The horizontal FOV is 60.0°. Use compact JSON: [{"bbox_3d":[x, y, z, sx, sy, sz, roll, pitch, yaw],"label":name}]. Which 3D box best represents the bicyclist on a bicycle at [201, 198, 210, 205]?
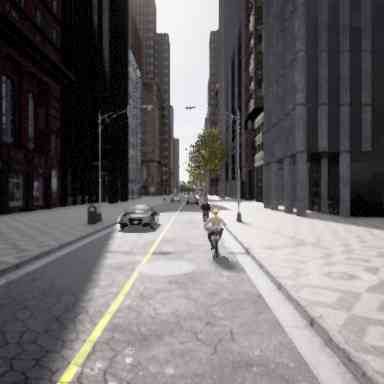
[{"bbox_3d":[0.823,1.270,20.341,0.659,1.776,1.843,0,0,0],"label":"bicyclist on a bicycle"}]

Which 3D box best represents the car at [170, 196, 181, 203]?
[{"bbox_3d":[-3.023,1.366,62.519,2.033,1.411,5.357,0,0,0],"label":"car"}]

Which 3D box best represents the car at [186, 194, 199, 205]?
[{"bbox_3d":[0.064,1.391,54.793,1.994,1.385,4.181,0,0,0],"label":"car"}]

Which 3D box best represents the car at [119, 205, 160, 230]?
[{"bbox_3d":[-3.100,1.464,20.248,1.994,1.385,4.181,0,0,0],"label":"car"}]

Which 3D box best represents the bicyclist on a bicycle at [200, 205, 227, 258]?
[{"bbox_3d":[0.818,1.373,11.533,0.866,1.612,1.509,0,0,0],"label":"bicyclist on a bicycle"}]

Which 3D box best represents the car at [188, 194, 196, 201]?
[{"bbox_3d":[-0.015,1.320,78.218,1.837,1.490,4.892,0,0,0],"label":"car"}]
